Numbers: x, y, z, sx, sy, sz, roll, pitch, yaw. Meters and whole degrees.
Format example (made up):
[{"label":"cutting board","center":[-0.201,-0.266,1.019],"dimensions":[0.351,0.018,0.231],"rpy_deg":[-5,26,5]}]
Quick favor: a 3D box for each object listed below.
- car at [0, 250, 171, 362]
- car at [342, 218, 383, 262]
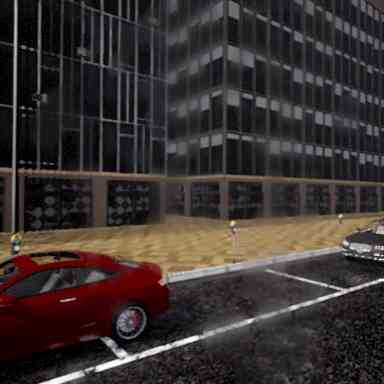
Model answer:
[{"label":"car","center":[-2.301,1.586,4.915],"dimensions":[4.206,1.307,1.802],"rpy_deg":[0,0,-36]},{"label":"car","center":[6.959,1.606,11.540],"dimensions":[4.403,1.369,2.008],"rpy_deg":[0,0,-36]}]
